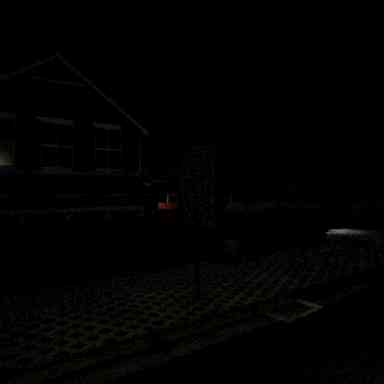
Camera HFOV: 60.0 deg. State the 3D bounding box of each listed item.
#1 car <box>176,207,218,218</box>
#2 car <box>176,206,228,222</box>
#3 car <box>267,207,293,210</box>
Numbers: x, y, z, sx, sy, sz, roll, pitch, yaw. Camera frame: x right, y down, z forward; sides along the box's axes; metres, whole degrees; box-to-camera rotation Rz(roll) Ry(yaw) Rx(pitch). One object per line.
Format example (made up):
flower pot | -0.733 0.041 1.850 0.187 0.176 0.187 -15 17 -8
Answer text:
car | -0.179 2.085 31.119 5.008 1.535 1.882 -2 -1 44
car | 0.914 2.157 34.233 5.357 1.411 2.033 -2 -1 44
car | 6.781 1.877 23.891 1.837 1.490 4.892 -1 -1 -43
